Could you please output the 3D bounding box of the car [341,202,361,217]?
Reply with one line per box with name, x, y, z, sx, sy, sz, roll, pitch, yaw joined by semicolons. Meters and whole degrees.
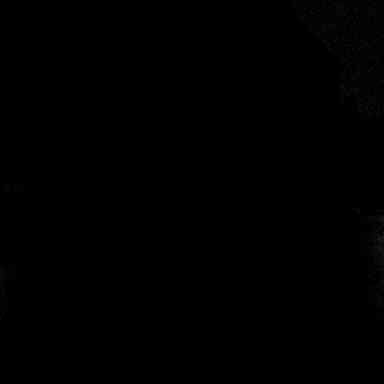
car;14.078;1.649;32.890;2.128;1.511;4.902;-1;0;-35
